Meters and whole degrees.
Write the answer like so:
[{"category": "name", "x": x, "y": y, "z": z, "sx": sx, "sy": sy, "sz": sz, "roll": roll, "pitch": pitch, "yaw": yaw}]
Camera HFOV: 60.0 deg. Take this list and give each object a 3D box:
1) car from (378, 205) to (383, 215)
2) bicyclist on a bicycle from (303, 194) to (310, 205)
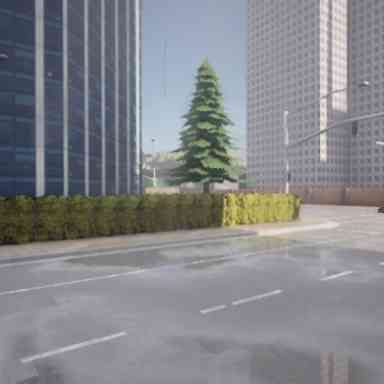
[{"category": "car", "x": 18.553, "y": 1.410, "z": 29.018, "sx": 1.994, "sy": 1.385, "sz": 4.181, "roll": 0, "pitch": 0, "yaw": -26}, {"category": "bicyclist on a bicycle", "x": 16.299, "y": 1.104, "z": 47.407, "sx": 1.656, "sy": 1.620, "sz": 0.582, "roll": -1, "pitch": 0, "yaw": -35}]
